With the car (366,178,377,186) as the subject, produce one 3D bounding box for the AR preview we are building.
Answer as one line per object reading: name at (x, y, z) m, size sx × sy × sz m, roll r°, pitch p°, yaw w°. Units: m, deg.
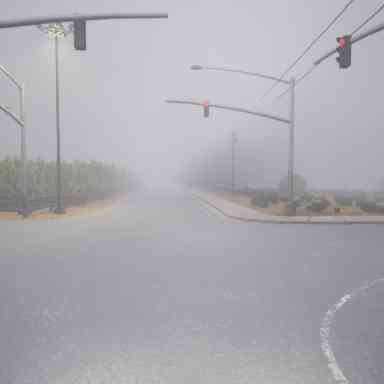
car at (42.110, -2.336, 77.653) m, size 1.905 × 1.878 × 3.866 m, roll 10°, pitch 10°, yaw 41°
